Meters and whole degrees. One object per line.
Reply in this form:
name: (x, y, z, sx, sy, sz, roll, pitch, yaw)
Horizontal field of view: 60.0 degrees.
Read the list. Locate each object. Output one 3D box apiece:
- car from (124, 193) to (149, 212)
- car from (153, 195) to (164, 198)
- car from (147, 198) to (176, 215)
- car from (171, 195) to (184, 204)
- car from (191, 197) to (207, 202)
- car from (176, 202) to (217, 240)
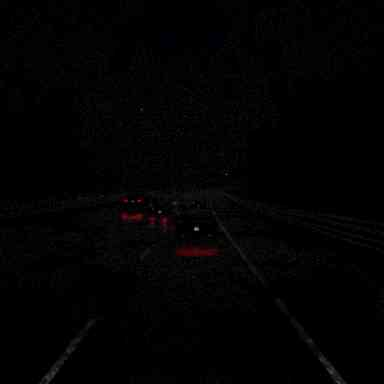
car: (-6.281, 1.110, 38.126, 2.150, 2.045, 5.566, 0, 0, 2)
car: (-5.601, 1.165, 55.397, 1.812, 1.442, 4.674, 0, 1, 3)
car: (-2.935, 1.545, 32.842, 1.895, 1.301, 4.718, 0, 0, 1)
car: (-2.322, 1.241, 50.380, 1.837, 1.490, 4.892, 0, 2, 2)
car: (0.854, 1.386, 42.025, 1.812, 1.442, 4.674, 0, 1, 2)
car: (0.234, 1.479, 17.127, 1.882, 1.535, 5.008, 0, 0, 1)
